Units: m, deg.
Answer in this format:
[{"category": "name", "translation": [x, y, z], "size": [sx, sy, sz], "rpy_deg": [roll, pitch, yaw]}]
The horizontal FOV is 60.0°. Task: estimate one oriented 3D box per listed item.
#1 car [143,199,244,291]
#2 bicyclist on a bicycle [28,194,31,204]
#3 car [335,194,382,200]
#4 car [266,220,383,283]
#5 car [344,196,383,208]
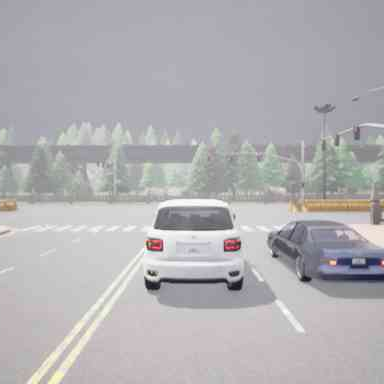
[{"category": "car", "translation": [0.061, 1.197, 9.105], "size": [2.150, 2.045, 5.566], "rpy_deg": [0, 0, 1]}, {"category": "bicyclist on a bicycle", "translation": [-27.050, 1.150, 55.832], "size": [0.582, 1.620, 1.656], "rpy_deg": [0, 0, 0]}, {"category": "car", "translation": [20.805, 1.381, 40.813], "size": [4.902, 1.511, 2.128], "rpy_deg": [0, 0, 0]}, {"category": "car", "translation": [3.570, 1.521, 9.596], "size": [2.033, 1.411, 5.357], "rpy_deg": [0, 0, 0]}, {"category": "car", "translation": [23.139, 1.358, 44.301], "size": [5.008, 1.535, 1.882], "rpy_deg": [0, 0, 0]}]
